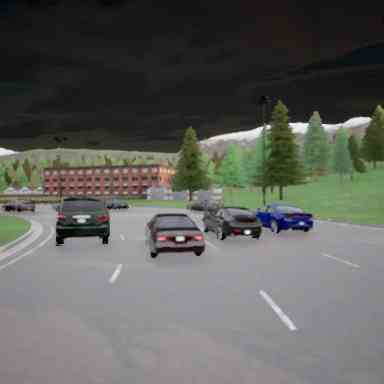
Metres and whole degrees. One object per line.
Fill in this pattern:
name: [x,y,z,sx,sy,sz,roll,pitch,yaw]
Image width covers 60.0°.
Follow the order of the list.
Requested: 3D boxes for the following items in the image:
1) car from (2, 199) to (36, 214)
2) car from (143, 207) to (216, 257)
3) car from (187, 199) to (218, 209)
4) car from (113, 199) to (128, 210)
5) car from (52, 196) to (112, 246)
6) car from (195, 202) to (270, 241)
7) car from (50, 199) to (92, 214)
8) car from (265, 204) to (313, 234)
car: [-18.914,1.516,36.273,4.902,1.511,2.128,0,0,38]
car: [-0.838,1.524,12.960,2.033,1.411,5.357,0,0,-11]
car: [1.464,1.464,34.986,2.033,1.411,5.357,0,0,-34]
car: [-10.072,1.527,42.519,4.181,1.385,1.994,0,0,42]
car: [-5.021,1.215,15.700,2.150,2.045,5.566,0,0,-15]
car: [1.815,1.460,16.659,1.837,1.490,4.892,1,0,-14]
car: [-13.220,1.541,36.160,5.357,1.411,2.033,0,0,44]
car: [4.814,1.411,18.947,1.882,1.535,5.008,0,0,-15]
